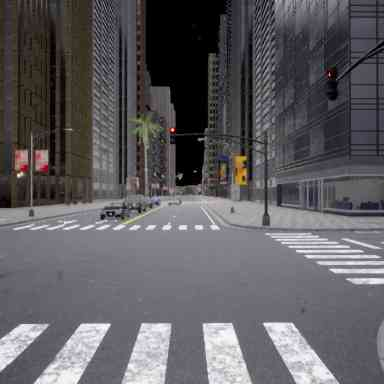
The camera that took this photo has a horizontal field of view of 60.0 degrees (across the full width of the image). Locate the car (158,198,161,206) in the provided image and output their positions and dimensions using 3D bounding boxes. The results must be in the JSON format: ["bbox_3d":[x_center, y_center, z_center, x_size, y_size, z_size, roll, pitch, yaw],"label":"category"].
[{"bbox_3d":[-6.620,1.654,58.528,1.882,1.535,5.008,0,0,0],"label":"car"}]

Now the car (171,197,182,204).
[{"bbox_3d":[-3.237,1.790,69.702,1.994,1.385,4.181,0,0,0],"label":"car"}]

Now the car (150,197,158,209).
[{"bbox_3d":[-6.651,1.484,48.388,2.097,1.767,4.553,0,0,0],"label":"car"}]

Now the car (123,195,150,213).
[{"bbox_3d":[-6.647,1.315,38.460,2.150,2.045,5.566,0,0,0],"label":"car"}]

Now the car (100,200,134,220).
[{"bbox_3d":[-6.634,1.628,29.136,1.994,1.385,4.181,0,0,0],"label":"car"}]

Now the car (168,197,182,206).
[{"bbox_3d":[-3.226,1.783,59.806,1.895,1.301,4.718,0,0,0],"label":"car"}]
